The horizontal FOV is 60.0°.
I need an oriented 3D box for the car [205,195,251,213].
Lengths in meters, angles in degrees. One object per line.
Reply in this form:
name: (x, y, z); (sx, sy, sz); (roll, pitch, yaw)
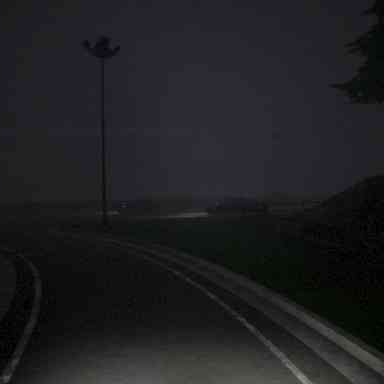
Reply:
car: (3.913, 1.294, 36.119); (4.553, 1.767, 2.097); (-1, 0, -25)

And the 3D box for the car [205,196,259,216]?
car: (3.632, 1.424, 32.140); (5.008, 1.535, 1.882); (-1, 0, -25)

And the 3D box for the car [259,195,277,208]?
car: (7.456, 1.442, 41.588); (5.357, 1.411, 2.033); (-1, 0, -25)

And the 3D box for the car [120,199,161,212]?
car: (-6.064, 1.579, 39.251); (4.892, 1.490, 1.837); (-1, 0, -25)

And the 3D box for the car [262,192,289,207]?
car: (11.065, 1.067, 47.078); (5.566, 2.045, 2.150); (-1, 0, -24)
